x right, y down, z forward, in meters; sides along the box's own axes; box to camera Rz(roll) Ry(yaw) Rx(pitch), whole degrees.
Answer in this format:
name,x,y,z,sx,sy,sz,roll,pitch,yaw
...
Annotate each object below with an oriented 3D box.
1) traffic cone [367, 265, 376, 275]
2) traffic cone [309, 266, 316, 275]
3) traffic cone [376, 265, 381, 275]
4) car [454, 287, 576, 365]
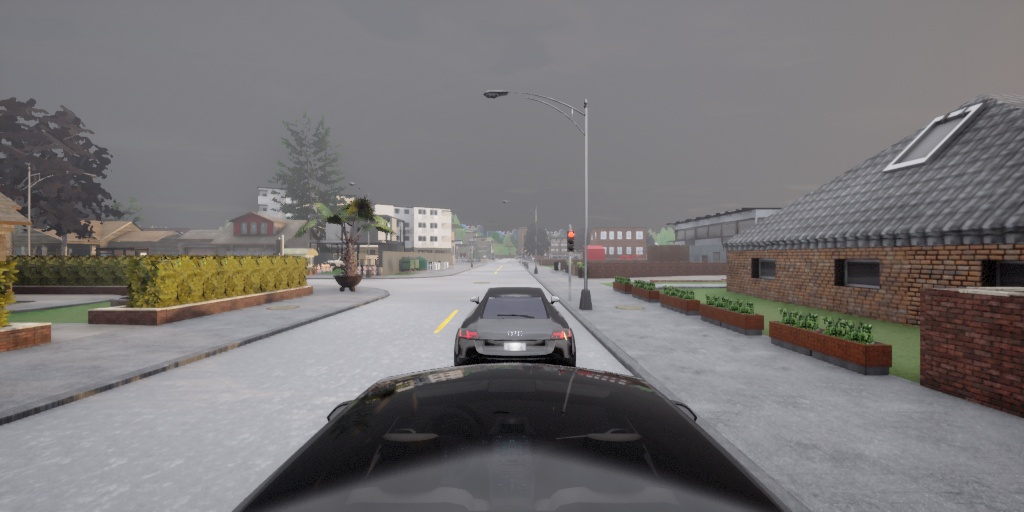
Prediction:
name,x,y,z,sx,sy,sz,roll,pitch,yaw
traffic cone,-15.749,1.561,40.150,0.344,0.586,0.344,0,0,0
traffic cone,-19.796,1.568,35.267,0.344,0.586,0.344,0,0,0
traffic cone,-15.388,1.558,40.720,0.344,0.586,0.344,0,0,0
car,0.059,1.314,7.333,1.994,1.385,4.181,0,0,0
